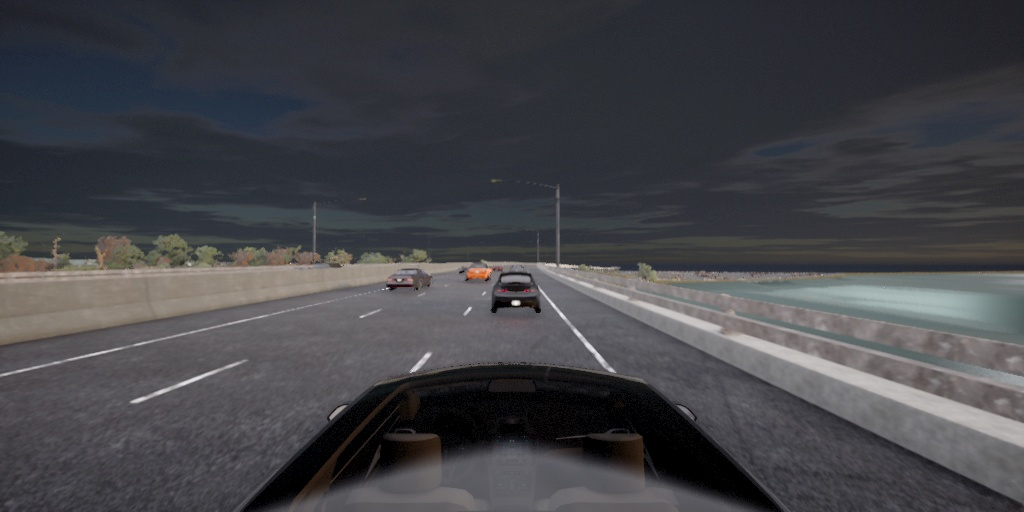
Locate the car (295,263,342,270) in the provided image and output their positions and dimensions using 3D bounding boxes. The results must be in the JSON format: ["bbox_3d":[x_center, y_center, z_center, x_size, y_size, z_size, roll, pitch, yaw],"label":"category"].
[{"bbox_3d":[-17.283,1.449,32.923,2.097,1.767,4.553,0,-1,1],"label":"car"}]

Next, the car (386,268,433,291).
[{"bbox_3d":[-6.761,1.542,24.187,2.033,1.411,5.357,0,-1,1],"label":"car"}]

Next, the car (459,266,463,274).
[{"bbox_3d":[-6.196,1.913,51.202,1.895,1.301,4.718,0,-1,2],"label":"car"}]

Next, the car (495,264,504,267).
[{"bbox_3d":[-2.376,2.036,61.125,1.895,1.301,4.718,0,-1,2],"label":"car"}]

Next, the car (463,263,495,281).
[{"bbox_3d":[-3.083,1.465,34.497,2.097,1.767,4.553,0,-1,1],"label":"car"}]

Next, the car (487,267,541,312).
[{"bbox_3d":[0.158,1.398,14.965,1.837,1.490,4.892,0,0,0],"label":"car"}]

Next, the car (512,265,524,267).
[{"bbox_3d":[0.676,1.813,46.111,1.994,1.385,4.181,0,-1,1],"label":"car"}]
